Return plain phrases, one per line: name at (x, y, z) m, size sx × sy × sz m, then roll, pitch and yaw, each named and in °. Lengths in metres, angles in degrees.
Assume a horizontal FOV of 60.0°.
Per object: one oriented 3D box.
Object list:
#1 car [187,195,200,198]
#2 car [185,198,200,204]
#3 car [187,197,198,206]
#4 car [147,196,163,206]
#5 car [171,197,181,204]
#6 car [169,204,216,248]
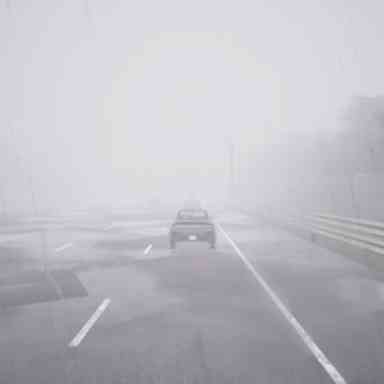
car at (0.088, 1.665, 55.205) m, size 2.033 × 1.411 × 5.357 m, roll 0°, pitch -1°, yaw 0°
car at (0.057, 1.663, 36.490) m, size 1.895 × 1.301 × 4.718 m, roll 0°, pitch 0°, yaw 0°
car at (0.084, 1.710, 60.035) m, size 1.994 × 1.385 × 4.181 m, roll 0°, pitch 0°, yaw 0°
car at (-6.908, 1.522, 60.413) m, size 2.097 × 1.767 × 4.553 m, roll 0°, pitch 0°, yaw 0°
car at (-3.348, 1.686, 69.208) m, size 2.033 × 1.411 × 5.357 m, roll 0°, pitch 0°, yaw 1°
car at (0.021, 1.501, 14.797) m, size 2.128 × 1.511 × 4.902 m, roll 0°, pitch 0°, yaw 0°
